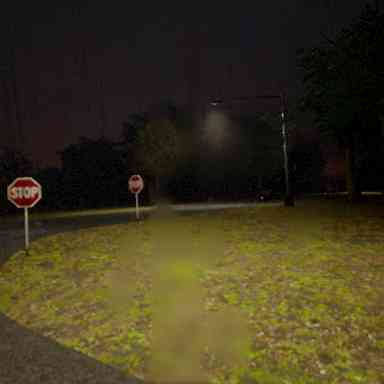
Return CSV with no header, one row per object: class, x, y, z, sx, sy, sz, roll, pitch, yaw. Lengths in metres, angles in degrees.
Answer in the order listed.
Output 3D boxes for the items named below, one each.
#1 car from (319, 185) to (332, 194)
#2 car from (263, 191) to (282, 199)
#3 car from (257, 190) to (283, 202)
car,32.171,-0.557,79.863,2.150,2.045,5.566,-4,-1,32
car,14.772,0.513,61.005,1.994,1.385,4.181,-4,-1,34
car,9.549,0.481,41.012,1.812,1.442,4.674,-4,-1,34
